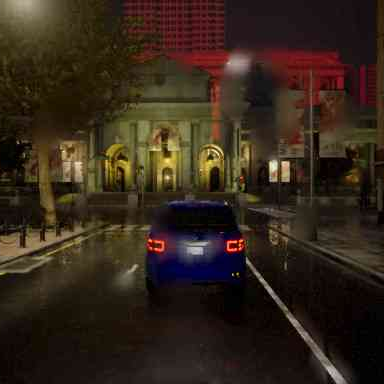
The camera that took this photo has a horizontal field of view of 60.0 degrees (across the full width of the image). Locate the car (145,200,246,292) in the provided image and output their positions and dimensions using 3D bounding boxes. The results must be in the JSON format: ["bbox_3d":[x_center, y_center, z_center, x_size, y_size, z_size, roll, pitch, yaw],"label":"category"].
[{"bbox_3d":[0.099,1.221,9.078,2.150,2.045,5.566,0,0,1],"label":"car"}]
